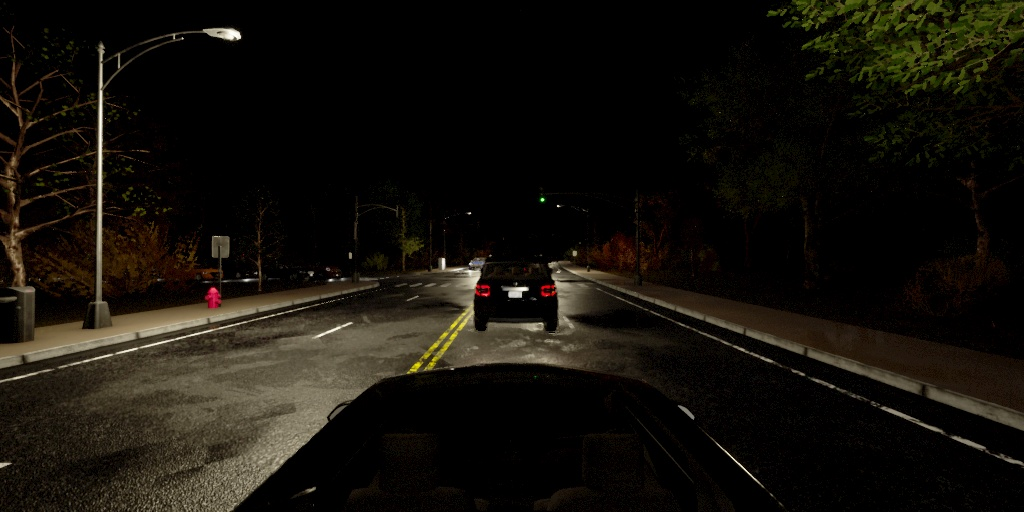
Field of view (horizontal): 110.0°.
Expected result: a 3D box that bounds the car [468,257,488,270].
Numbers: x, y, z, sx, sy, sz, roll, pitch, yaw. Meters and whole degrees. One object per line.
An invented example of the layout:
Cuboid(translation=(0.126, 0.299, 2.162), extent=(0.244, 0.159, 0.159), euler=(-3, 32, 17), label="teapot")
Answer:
Cuboid(translation=(-4.768, 1.055, 50.920), extent=(2.097, 1.767, 4.553), euler=(0, 0, 4), label="car")

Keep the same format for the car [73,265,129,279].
Cuboid(translation=(-39.701, 1.600, 34.508), extent=(4.892, 1.490, 1.837), euler=(-1, -1, 10), label="car")

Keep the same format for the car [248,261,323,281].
Cuboid(translation=(-19.561, 1.375, 31.041), extent=(4.902, 1.511, 2.128), euler=(-1, -1, 10), label="car")

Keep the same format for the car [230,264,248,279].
Cuboid(translation=(-27.736, 1.510, 35.743), extent=(4.892, 1.490, 1.837), euler=(-1, -1, 10), label="car")

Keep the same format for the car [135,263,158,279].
Cuboid(translation=(-37.742, 1.462, 37.470), extent=(4.553, 1.767, 2.097), euler=(-1, -1, 10), label="car")

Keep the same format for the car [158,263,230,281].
Cuboid(translation=(-28.922, 1.462, 32.648), extent=(5.008, 1.535, 1.882), euler=(-1, -1, 10), label="car")

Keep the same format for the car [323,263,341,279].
Cuboid(translation=(-18.734, 1.260, 34.223), extent=(4.553, 1.767, 2.097), euler=(-1, -1, 9), label="car")

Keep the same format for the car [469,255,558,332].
Cuboid(translation=(0.130, 0.974, 11.019), extent=(2.150, 2.045, 5.566), euler=(0, 0, 1), label="car")

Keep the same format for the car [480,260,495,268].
Cuboid(translation=(-4.065, 1.285, 59.876), extent=(1.895, 1.301, 4.718), euler=(0, 0, 5), label="car")
